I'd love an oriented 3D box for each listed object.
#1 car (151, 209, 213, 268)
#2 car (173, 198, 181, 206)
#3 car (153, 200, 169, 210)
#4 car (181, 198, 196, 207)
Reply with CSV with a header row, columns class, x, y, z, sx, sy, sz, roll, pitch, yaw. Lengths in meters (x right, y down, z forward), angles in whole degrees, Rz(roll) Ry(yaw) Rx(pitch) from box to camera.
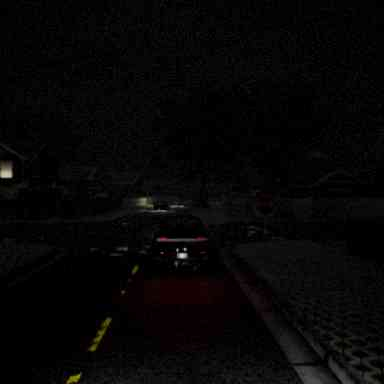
class,x,y,z,sx,sy,sz,roll,pitch,yaw
car,-0.372,1.560,11.592,2.128,1.511,4.902,0,0,-3
car,-2.561,2.020,67.496,1.812,1.442,4.674,0,0,8
car,-4.459,1.904,48.861,2.033,1.411,5.357,0,0,3
car,-0.340,2.001,62.632,1.812,1.442,4.674,0,0,8
